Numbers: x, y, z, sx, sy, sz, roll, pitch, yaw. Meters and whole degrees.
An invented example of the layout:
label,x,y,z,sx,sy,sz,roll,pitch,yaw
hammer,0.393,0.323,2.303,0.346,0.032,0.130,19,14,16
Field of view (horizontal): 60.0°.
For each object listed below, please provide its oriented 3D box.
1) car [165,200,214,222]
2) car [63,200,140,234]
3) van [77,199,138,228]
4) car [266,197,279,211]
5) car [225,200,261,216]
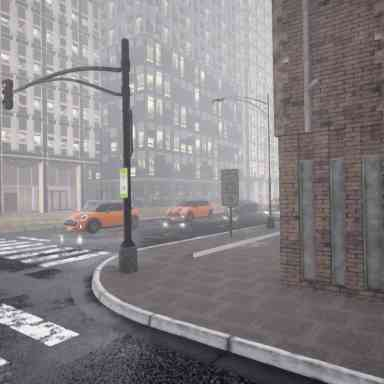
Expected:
label,x,y,z,sx,sy,sz,roll,pitch,yaw
car,-0.129,1.432,27.047,2.097,1.767,4.553,-1,-1,36
car,-5.336,1.416,19.892,2.097,1.767,4.553,-1,-1,37
van,-5.895,1.460,23.492,1.690,1.788,3.998,-2,-1,36
car,11.093,1.471,42.521,2.097,1.767,4.553,-1,-1,36
car,5.150,1.590,34.341,2.128,1.511,4.902,-1,-1,36
